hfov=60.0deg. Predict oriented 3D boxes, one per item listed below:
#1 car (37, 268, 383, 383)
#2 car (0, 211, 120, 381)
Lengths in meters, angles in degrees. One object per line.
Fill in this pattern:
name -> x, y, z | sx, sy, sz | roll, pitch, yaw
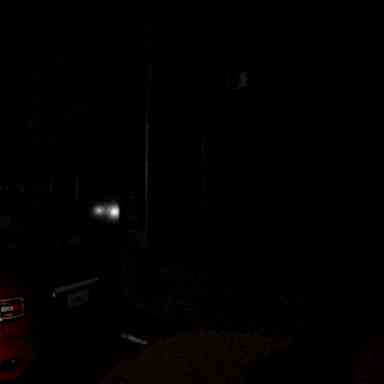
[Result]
car -> 1.331, 1.499, 1.901 | 4.829, 1.417, 1.752 | 1, 1, 34
car -> -3.222, 1.218, 4.997 | 5.009, 1.841, 2.192 | 1, 1, 34
